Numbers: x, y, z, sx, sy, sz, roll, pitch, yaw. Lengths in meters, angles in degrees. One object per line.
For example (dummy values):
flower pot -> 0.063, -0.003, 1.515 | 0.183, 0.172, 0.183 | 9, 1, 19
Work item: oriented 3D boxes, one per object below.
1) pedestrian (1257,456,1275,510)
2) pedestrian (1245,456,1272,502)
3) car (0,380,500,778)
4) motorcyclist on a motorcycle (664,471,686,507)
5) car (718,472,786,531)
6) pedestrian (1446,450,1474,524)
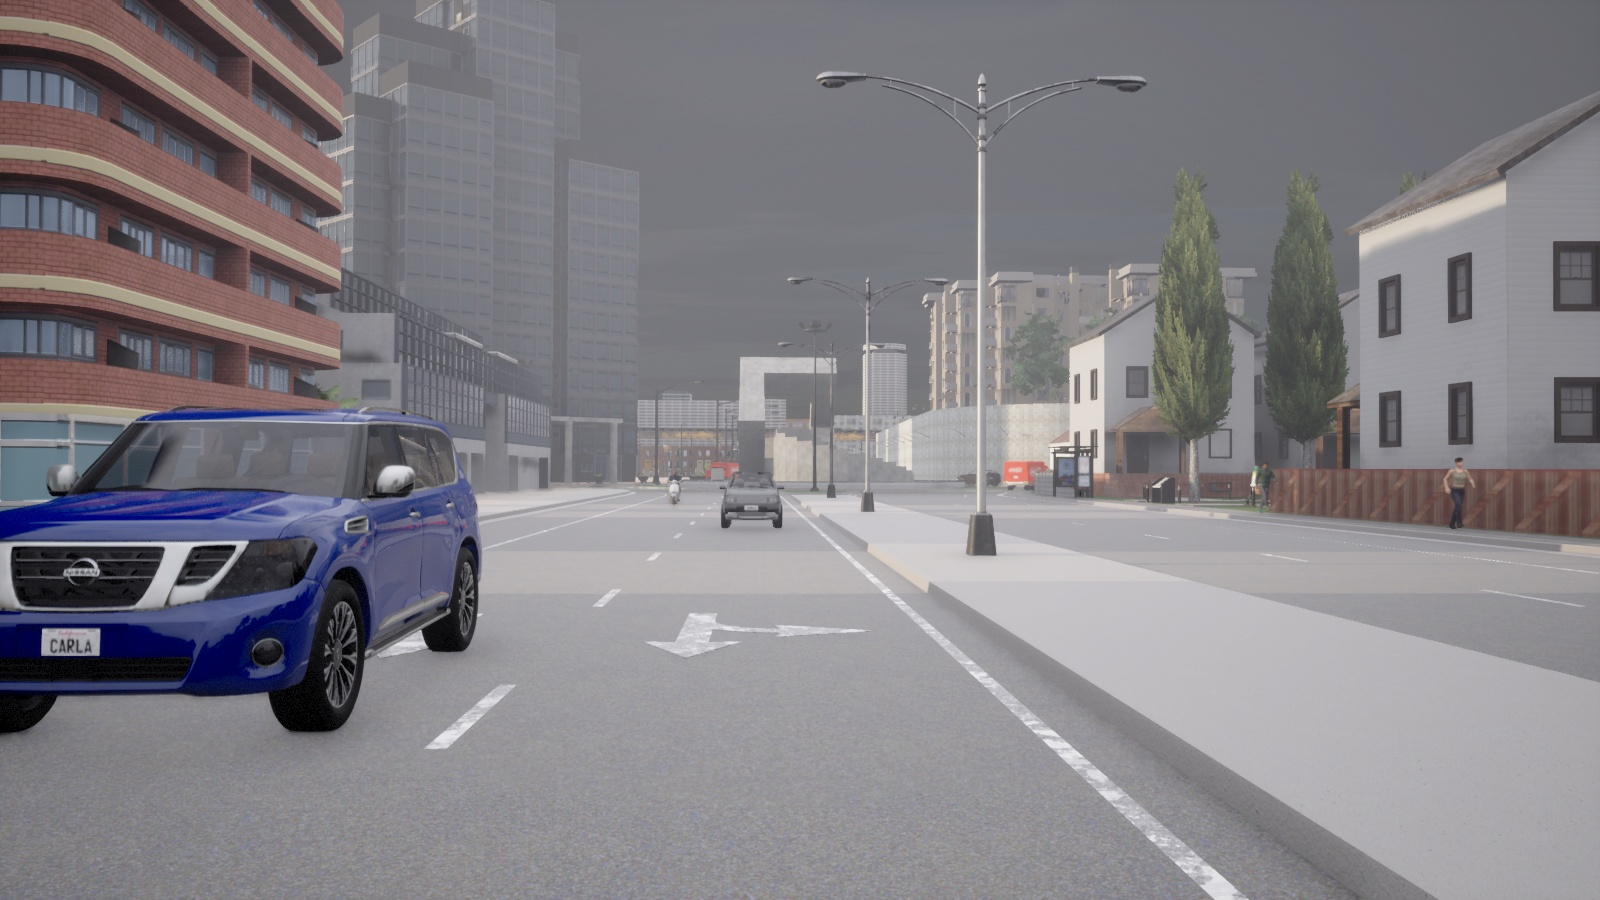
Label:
pedestrian -> 16.151, 1.134, 43.534 | 0.353, 1.847, 0.614 | 0, -1, -1
pedestrian -> 19.377, 1.231, 53.077 | 0.873, 1.952, 0.659 | 0, -1, -2
car -> -3.854, 0.703, 9.266 | 2.150, 2.045, 5.566 | 0, -1, -2
motorcyclist on a motorcycle -> -5.665, 1.744, 56.915 | 0.866, 1.590, 1.817 | 0, -1, -2
car -> -1.331, 1.386, 35.045 | 1.789, 1.549, 3.705 | 0, -1, -2
pedestrian -> 16.520, 0.930, 31.441 | 0.345, 1.836, 0.594 | 0, -1, -1
